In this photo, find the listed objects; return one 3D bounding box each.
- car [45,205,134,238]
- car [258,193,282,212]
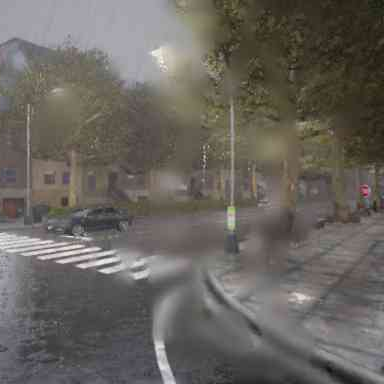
[{"bbox_3d":[-5.319,1.463,17.757,1.837,1.490,4.892,1,1,37],"label":"car"},{"bbox_3d":[9.664,1.184,38.614,2.150,2.045,5.566,0,0,36],"label":"car"}]
